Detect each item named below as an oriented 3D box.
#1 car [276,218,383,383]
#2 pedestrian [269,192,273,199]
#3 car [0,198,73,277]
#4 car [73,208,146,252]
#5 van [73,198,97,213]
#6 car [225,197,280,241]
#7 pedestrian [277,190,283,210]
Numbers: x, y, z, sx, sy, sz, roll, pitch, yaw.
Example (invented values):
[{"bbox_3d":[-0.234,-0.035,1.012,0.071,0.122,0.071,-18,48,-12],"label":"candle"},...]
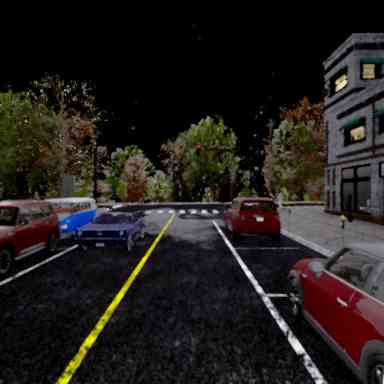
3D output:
[{"bbox_3d":[2.697,1.391,4.521,1.967,1.590,4.097,1,1,0],"label":"car"},{"bbox_3d":[7.107,0.887,30.022,0.375,1.860,0.375,1,0,0],"label":"pedestrian"},{"bbox_3d":[-5.687,1.209,10.042,2.192,1.841,5.009,1,1,0],"label":"car"},{"bbox_3d":[-3.105,1.458,13.462,1.895,1.301,4.718,0,1,0],"label":"car"},{"bbox_3d":[-5.705,1.176,15.585,1.690,1.788,3.998,1,1,0],"label":"van"},{"bbox_3d":[2.702,1.149,15.604,2.192,1.841,5.009,1,1,0],"label":"car"},{"bbox_3d":[8.107,0.713,30.623,0.375,1.860,0.375,1,0,0],"label":"pedestrian"}]
